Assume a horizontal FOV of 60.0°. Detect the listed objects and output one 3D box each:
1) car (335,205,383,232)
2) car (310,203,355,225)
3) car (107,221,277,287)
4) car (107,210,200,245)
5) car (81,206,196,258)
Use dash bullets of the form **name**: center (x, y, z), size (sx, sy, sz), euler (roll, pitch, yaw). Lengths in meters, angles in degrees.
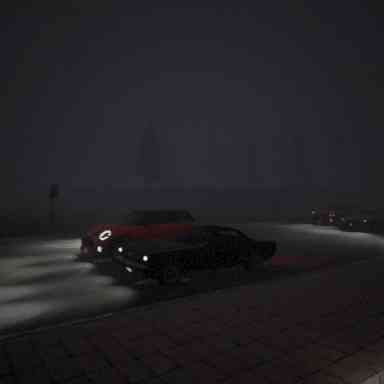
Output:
- **car**: center (11.924, 1.807, 22.284), size (4.674, 1.442, 1.812), euler (1, -1, -35)
- **car**: center (11.390, 1.656, 26.195), size (4.553, 1.767, 2.097), euler (1, 0, -35)
- **car**: center (0.229, 1.672, 9.673), size (4.718, 1.301, 1.895), euler (1, -1, -35)
- **car**: center (-1.873, 1.665, 16.764), size (4.181, 1.385, 1.994), euler (1, -1, -35)
- **car**: center (-1.754, 1.424, 12.555), size (4.553, 1.767, 2.097), euler (1, -1, -35)
